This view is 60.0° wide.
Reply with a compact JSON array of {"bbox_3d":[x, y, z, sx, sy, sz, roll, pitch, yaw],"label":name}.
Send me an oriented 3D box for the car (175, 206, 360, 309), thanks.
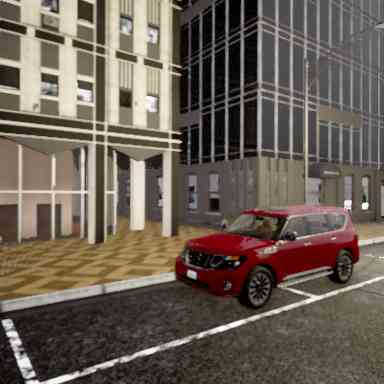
[{"bbox_3d":[2.050,1.297,8.011,5.009,1.841,2.192,0,1,-35],"label":"car"}]
